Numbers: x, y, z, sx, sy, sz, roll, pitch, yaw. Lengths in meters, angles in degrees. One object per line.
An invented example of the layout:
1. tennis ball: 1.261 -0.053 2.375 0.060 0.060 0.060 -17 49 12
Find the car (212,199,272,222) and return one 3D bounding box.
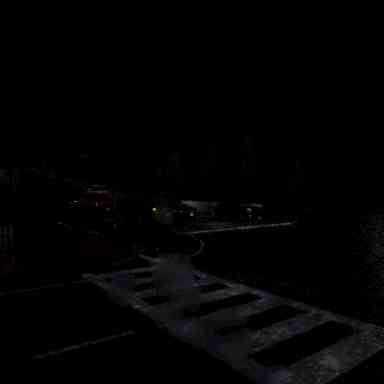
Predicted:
1. car: 3.735 1.367 26.813 2.097 1.767 4.553 0 0 -37

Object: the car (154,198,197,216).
1. car: -1.800 1.466 34.090 1.882 1.535 5.008 0 1 -37

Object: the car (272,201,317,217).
1. car: 9.131 1.568 31.871 2.033 1.411 5.357 0 0 -40

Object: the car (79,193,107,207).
1. car: -12.769 1.009 42.783 1.895 1.301 4.718 0 4 -37

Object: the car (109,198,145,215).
1. car: -6.864 1.466 34.974 1.994 1.385 4.181 0 2 -38

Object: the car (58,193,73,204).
1. car: -15.602 0.905 40.733 1.837 1.490 4.892 0 4 -37

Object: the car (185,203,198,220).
1. car: -1.483 1.499 27.890 2.128 1.511 4.902 0 0 -37

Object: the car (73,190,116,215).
1. car: -9.320 1.135 32.417 2.150 2.045 5.566 0 2 -37

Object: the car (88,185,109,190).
1. car: -14.034 0.048 50.350 2.150 2.045 5.566 0 6 -36

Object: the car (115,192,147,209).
1. car: -7.683 1.005 41.856 2.097 1.767 4.553 0 3 -37

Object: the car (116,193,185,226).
1. car: -3.201 1.230 24.364 2.150 2.045 5.566 0 0 -37
